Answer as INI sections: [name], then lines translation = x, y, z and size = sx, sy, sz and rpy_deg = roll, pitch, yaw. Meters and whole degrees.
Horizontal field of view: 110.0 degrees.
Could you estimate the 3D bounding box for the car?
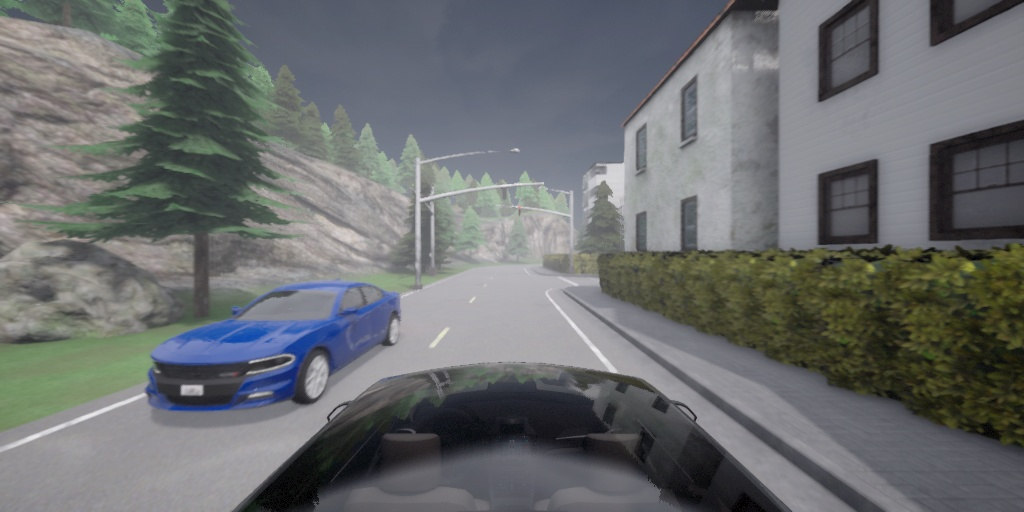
[car]
translation = -3.546, 1.211, 6.501
size = 1.882, 1.535, 5.008
rpy_deg = 0, 0, 1
